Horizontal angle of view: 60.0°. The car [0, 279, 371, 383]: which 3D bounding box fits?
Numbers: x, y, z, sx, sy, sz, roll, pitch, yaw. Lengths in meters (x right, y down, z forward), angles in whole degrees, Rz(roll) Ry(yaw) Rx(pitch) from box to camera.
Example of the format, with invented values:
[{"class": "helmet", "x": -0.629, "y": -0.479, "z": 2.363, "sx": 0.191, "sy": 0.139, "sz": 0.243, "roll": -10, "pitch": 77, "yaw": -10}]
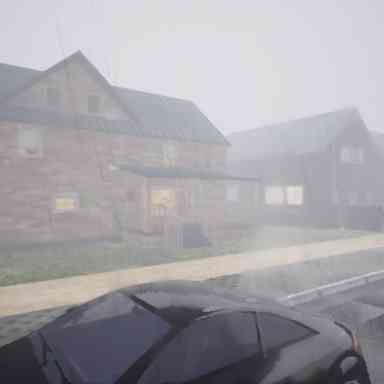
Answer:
[{"class": "car", "x": -0.329, "y": 1.571, "z": 2.835, "sx": 4.181, "sy": 1.385, "sz": 1.994, "roll": 0, "pitch": 0, "yaw": -36}]
